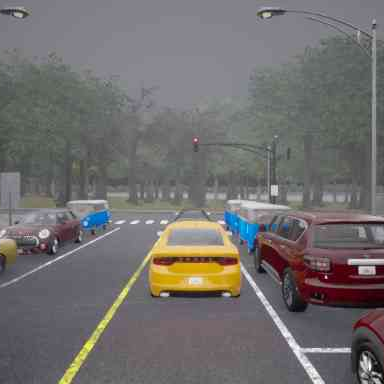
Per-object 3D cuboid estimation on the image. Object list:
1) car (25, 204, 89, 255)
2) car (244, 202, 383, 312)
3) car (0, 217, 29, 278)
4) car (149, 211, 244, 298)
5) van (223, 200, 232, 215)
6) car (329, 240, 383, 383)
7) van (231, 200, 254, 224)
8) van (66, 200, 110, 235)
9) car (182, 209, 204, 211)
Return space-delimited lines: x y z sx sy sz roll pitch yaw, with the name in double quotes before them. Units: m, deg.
"car" -5.779 1.441 13.051 1.967 1.590 4.097 0 0 0
"car" 2.753 1.315 7.624 2.192 1.841 5.009 0 0 0
"car" -5.772 1.525 7.444 1.752 1.417 4.829 0 0 0
"car" 0.076 1.478 8.578 1.882 1.535 5.008 0 0 0
"van" 2.739 1.343 18.499 1.690 1.788 3.998 0 0 0
"car" 2.759 1.440 2.186 1.967 1.590 4.097 0 0 0
"van" 2.746 1.342 13.061 1.690 1.788 3.998 0 0 0
"van" -5.786 1.342 18.489 1.690 1.788 3.998 0 0 0
"car" 0.039 1.565 17.500 1.994 1.385 4.181 0 0 0
